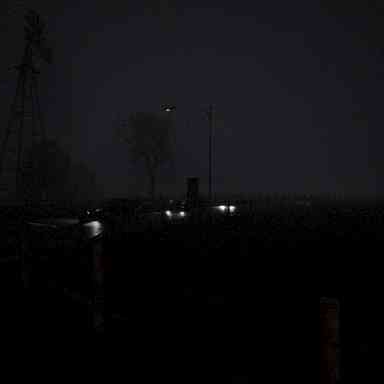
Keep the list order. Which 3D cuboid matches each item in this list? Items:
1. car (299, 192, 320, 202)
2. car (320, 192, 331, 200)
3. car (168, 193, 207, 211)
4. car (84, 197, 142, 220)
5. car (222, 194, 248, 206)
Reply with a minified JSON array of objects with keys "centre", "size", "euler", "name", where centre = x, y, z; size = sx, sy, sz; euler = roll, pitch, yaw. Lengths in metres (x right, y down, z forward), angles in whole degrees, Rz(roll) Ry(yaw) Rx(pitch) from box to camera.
[{"centre":[18.910,0.800,54.392],"size":[1.812,1.442,4.674],"euler":[1,2,35],"name":"car"},{"centre":[24.707,0.710,62.577],"size":[1.994,1.385,4.181],"euler":[1,1,36],"name":"car"},{"centre":[-0.350,0.924,33.614],"size":[2.097,1.767,4.553],"euler":[1,2,35],"name":"car"},{"centre":[-5.992,1.206,25.663],"size":[1.837,1.490,4.892],"euler":[1,2,35],"name":"car"},{"centre":[5.424,1.005,41.760],"size":[1.994,1.385,4.181],"euler":[1,2,35],"name":"car"}]
